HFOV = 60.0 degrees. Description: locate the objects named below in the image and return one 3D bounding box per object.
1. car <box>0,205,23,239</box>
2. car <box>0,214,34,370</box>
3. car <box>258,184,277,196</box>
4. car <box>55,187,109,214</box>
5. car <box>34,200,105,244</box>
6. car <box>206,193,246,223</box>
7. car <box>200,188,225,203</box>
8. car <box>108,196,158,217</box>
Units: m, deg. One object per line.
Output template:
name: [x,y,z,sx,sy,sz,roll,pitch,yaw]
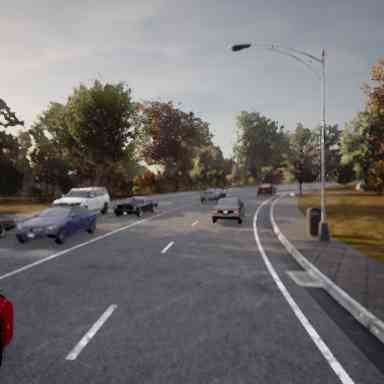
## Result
car: [-9.583,1.395,13.677,2.033,1.411,5.357,0,1,7]
car: [-3.265,1.217,1.661,2.150,2.045,5.566,0,0,1]
car: [10.351,-0.360,45.661,1.882,1.535,5.008,0,3,24]
car: [-7.877,0.729,24.162,2.150,2.045,5.566,0,2,10]
car: [-5.872,1.333,15.077,1.812,1.442,4.674,0,2,8]
car: [2.446,1.085,21.530,2.033,1.411,5.357,0,3,12]
car: [2.324,0.337,35.247,2.128,1.511,4.902,0,3,20]
car: [-4.142,1.041,24.969,1.895,1.301,4.718,0,3,12]
